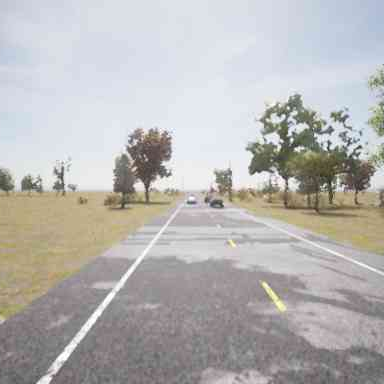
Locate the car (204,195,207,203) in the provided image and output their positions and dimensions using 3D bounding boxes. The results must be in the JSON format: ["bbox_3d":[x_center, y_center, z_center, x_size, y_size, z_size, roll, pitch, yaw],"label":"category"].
[{"bbox_3d":[3.557,1.336,69.049,2.097,1.767,4.553,0,0,0],"label":"car"}]

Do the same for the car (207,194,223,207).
[{"bbox_3d":[3.640,1.492,50.155,1.837,1.490,4.892,0,0,0],"label":"car"}]

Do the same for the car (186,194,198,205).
[{"bbox_3d":[0.020,1.529,58.633,2.033,1.411,5.357,0,0,1],"label":"car"}]
